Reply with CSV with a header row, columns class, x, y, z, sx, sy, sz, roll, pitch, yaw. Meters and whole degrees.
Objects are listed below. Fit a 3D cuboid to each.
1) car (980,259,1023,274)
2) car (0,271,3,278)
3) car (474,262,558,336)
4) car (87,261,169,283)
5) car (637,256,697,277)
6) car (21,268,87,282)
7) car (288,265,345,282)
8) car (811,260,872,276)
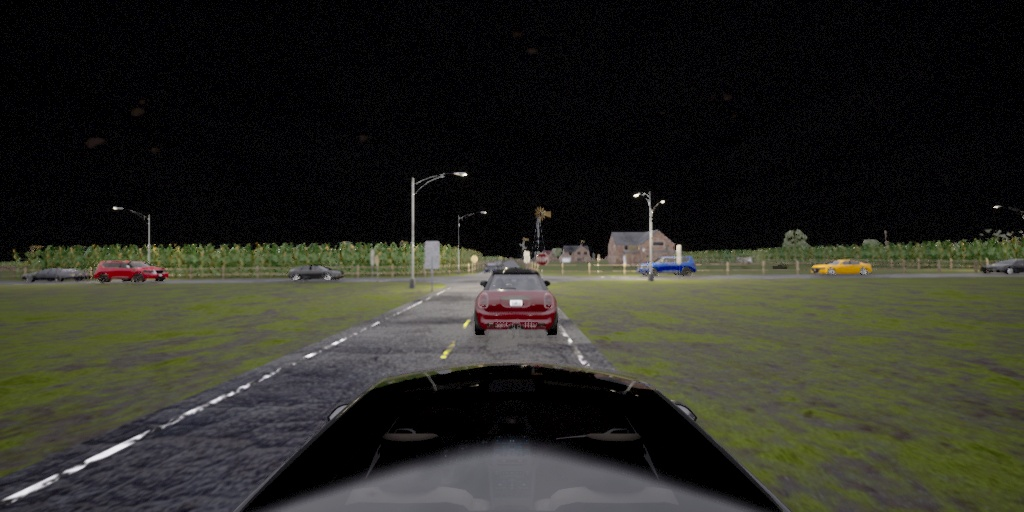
class,x,y,z,sx,sy,sz,roll,pitch,yaw
car,49.272,1.089,35.279,4.892,1.490,1.837,-1,-1,1
car,-52.053,1.435,34.280,4.553,1.767,2.097,-1,-1,1
car,0.099,1.160,10.722,2.097,1.767,4.553,0,0,0
car,-35.933,1.495,33.904,5.566,2.045,2.150,0,-1,1
car,15.477,1.054,35.969,5.566,2.045,2.150,-1,-1,1
car,-46.952,1.954,36.980,5.357,1.411,2.033,-1,-1,1
car,-18.236,1.615,33.594,4.892,1.490,1.837,0,-1,1
car,32.645,1.155,35.660,5.008,1.535,1.882,0,-1,1
